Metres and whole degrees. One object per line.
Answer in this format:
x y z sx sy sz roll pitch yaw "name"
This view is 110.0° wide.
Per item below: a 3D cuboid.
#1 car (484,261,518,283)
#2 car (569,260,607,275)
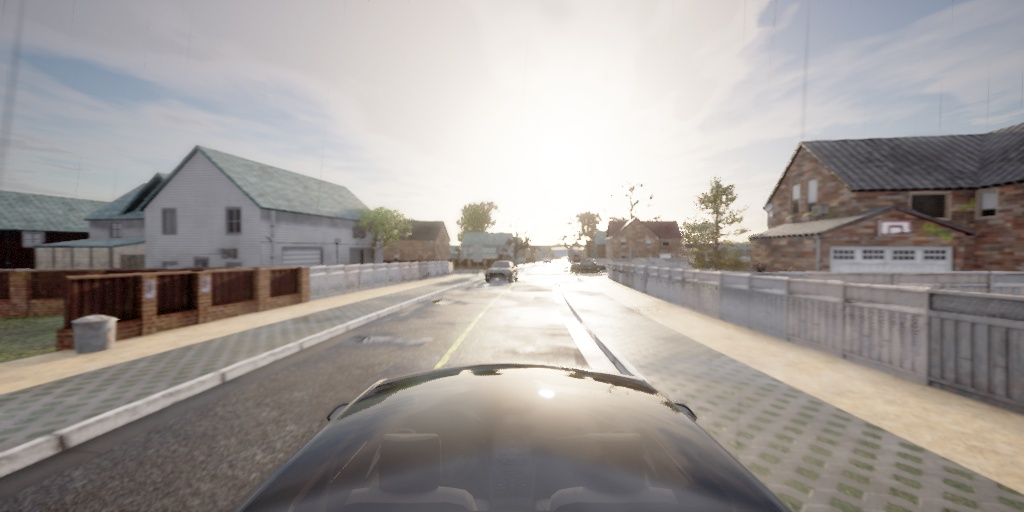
-0.807 1.177 28.946 2.097 1.767 4.553 0 0 8 "car"
8.710 1.197 40.306 4.553 1.767 2.097 -1 1 9 "car"
